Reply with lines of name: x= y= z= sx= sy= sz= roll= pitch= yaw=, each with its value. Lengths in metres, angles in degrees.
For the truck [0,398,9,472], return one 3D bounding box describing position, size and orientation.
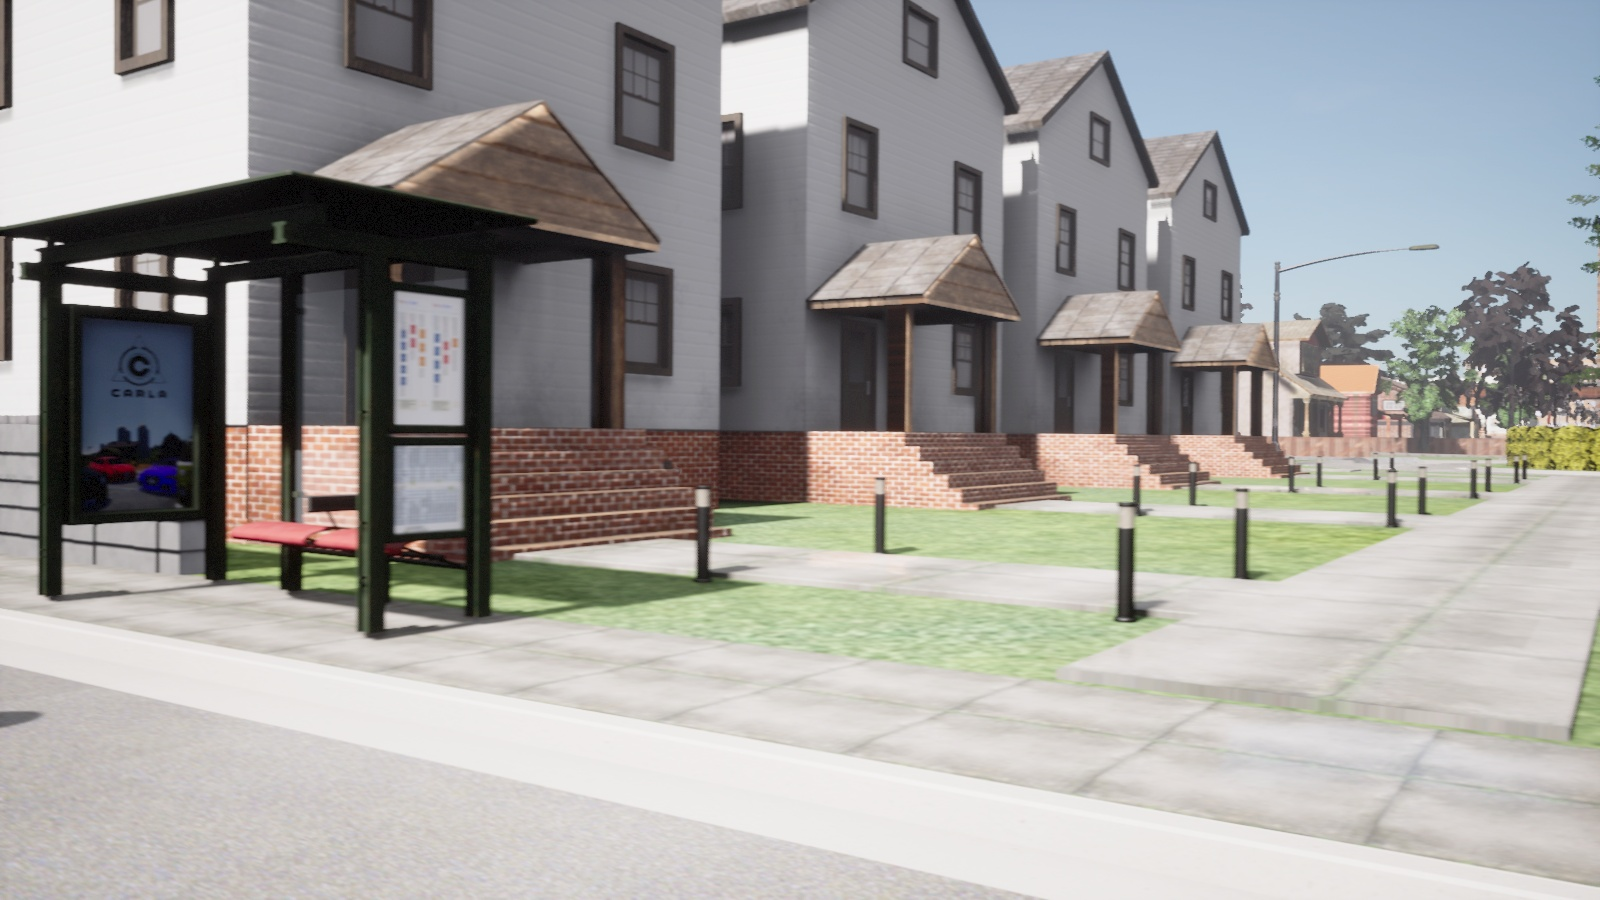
truck: x=-40.645 y=-0.653 z=56.592 sx=2.891 sy=3.462 sz=7.936 roll=0 pitch=1 yaw=37
